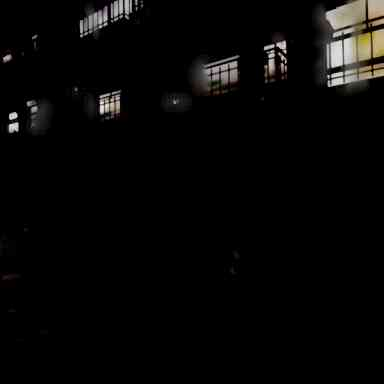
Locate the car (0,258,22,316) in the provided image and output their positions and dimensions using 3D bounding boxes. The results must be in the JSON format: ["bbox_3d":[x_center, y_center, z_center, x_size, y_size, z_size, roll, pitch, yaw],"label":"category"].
[{"bbox_3d":[-5.004,1.551,6.301,4.507,1.381,1.887,0,-1,35],"label":"car"}]
